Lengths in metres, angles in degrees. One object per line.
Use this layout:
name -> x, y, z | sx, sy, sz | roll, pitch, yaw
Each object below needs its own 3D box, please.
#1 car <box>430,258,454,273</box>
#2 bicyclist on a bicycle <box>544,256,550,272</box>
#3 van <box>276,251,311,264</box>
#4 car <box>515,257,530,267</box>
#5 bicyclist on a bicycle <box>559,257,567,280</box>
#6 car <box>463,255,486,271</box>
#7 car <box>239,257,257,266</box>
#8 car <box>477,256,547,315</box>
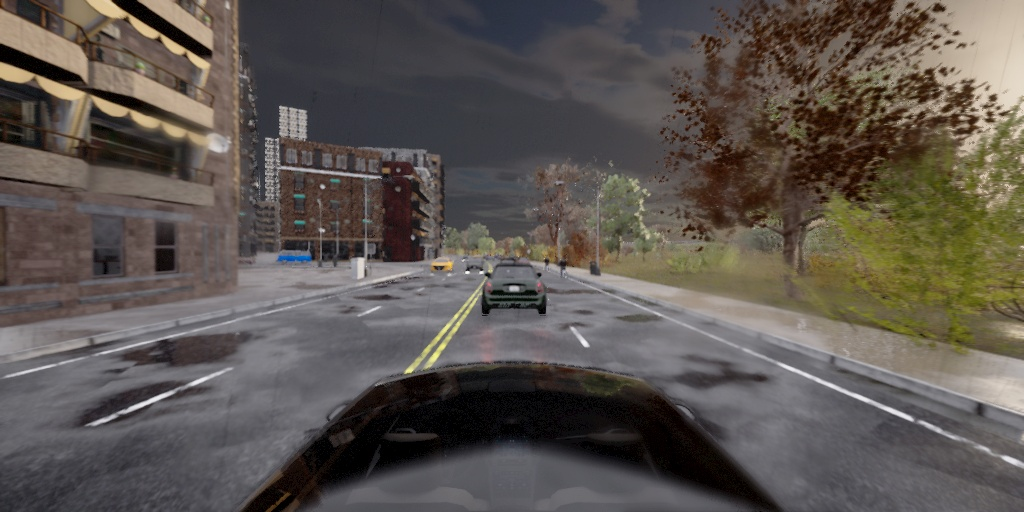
car -> -7.221, 0.915, 37.396 | 1.882, 1.535, 5.008 | 0, 0, -3
bicyclist on a bicycle -> 3.493, 0.845, 36.091 | 0.659, 1.776, 1.843 | 0, 1, -2
van -> -28.982, 0.189, 47.779 | 3.998, 1.789, 1.690 | 0, 0, -32
car -> 1.596, 0.868, 55.375 | 1.994, 1.385, 4.181 | 0, 1, -4
bicyclist on a bicycle -> 3.823, 0.923, 27.023 | 0.659, 1.776, 1.843 | 0, 1, -2
car -> -4.093, 0.943, 40.491 | 1.837, 1.490, 4.892 | 0, 0, -3
car -> -29.383, 0.491, 37.631 | 4.207, 1.307, 1.802 | 0, 0, -32
car -> 0.046, 1.010, 13.186 | 2.097, 1.767, 4.553 | 0, 0, -1
